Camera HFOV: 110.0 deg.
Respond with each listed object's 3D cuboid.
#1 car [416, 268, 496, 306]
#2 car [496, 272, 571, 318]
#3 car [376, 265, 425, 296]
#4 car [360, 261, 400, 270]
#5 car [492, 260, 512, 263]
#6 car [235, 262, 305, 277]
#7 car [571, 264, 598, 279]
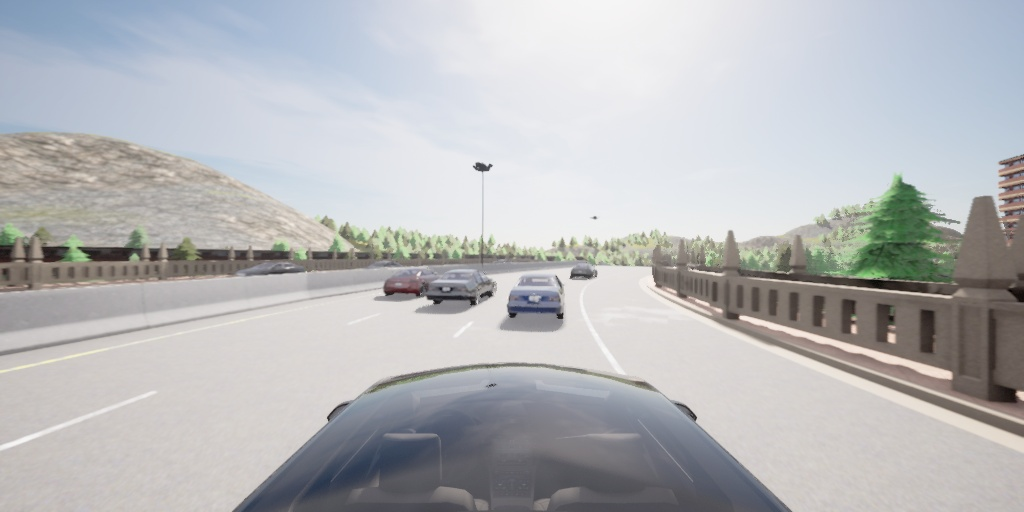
[{"bbox_3d":[-2.073,1.311,16.064,2.033,1.411,5.357,0,0,10],"label":"car"},{"bbox_3d":[1.008,1.322,13.141,2.033,1.411,5.357,0,0,8],"label":"car"},{"bbox_3d":[-4.997,1.318,18.960,1.994,1.385,4.181,0,0,11],"label":"car"},{"bbox_3d":[-12.169,1.248,33.644,1.837,1.490,4.892,0,0,19],"label":"car"},{"bbox_3d":[-1.487,1.333,50.089,1.837,1.490,4.892,0,-1,26],"label":"car"},{"bbox_3d":[-17.815,1.193,26.650,2.128,1.511,4.902,0,0,14],"label":"car"},{"bbox_3d":[6.921,1.405,34.276,1.994,1.385,4.181,0,0,22],"label":"car"}]
